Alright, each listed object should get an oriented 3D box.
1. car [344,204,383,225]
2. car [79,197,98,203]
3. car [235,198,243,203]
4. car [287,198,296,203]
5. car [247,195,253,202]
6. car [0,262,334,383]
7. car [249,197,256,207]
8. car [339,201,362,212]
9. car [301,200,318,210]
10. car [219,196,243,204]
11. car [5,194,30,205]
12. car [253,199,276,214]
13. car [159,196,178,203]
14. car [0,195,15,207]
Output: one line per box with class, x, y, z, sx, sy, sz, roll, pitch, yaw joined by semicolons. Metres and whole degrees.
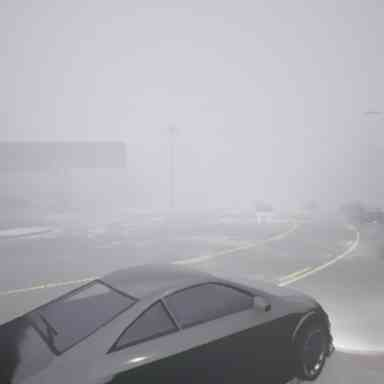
car;13.581;1.836;25.864;1.895;1.301;4.718;0;0;13
car;-26.000;1.929;83.418;4.674;1.442;1.812;0;0;8
car;12.036;2.148;85.097;2.033;1.411;5.357;0;0;9
car;26.875;2.236;89.634;1.812;1.442;4.674;0;0;9
car;16.023;2.125;88.075;1.882;1.535;5.008;0;0;9
car;-0.113;1.589;3.997;4.181;1.385;1.994;1;0;-39
car;11.887;2.015;60.840;1.994;1.385;4.181;0;0;9
car;19.644;1.839;40.898;1.882;1.535;5.008;0;0;9
car;17.364;1.910;49.236;1.837;1.490;4.892;0;0;9
car;8.499;2.003;74.970;5.008;1.535;1.882;0;0;8
car;-31.190;1.518;59.206;4.611;1.667;2.242;0;0;9
car;8.819;1.870;40.757;1.994;1.385;4.181;0;0;9
car;-5.658;1.844;80.441;4.553;1.767;2.097;0;0;8
car;-31.269;1.641;53.411;3.806;1.475;1.970;0;0;9
